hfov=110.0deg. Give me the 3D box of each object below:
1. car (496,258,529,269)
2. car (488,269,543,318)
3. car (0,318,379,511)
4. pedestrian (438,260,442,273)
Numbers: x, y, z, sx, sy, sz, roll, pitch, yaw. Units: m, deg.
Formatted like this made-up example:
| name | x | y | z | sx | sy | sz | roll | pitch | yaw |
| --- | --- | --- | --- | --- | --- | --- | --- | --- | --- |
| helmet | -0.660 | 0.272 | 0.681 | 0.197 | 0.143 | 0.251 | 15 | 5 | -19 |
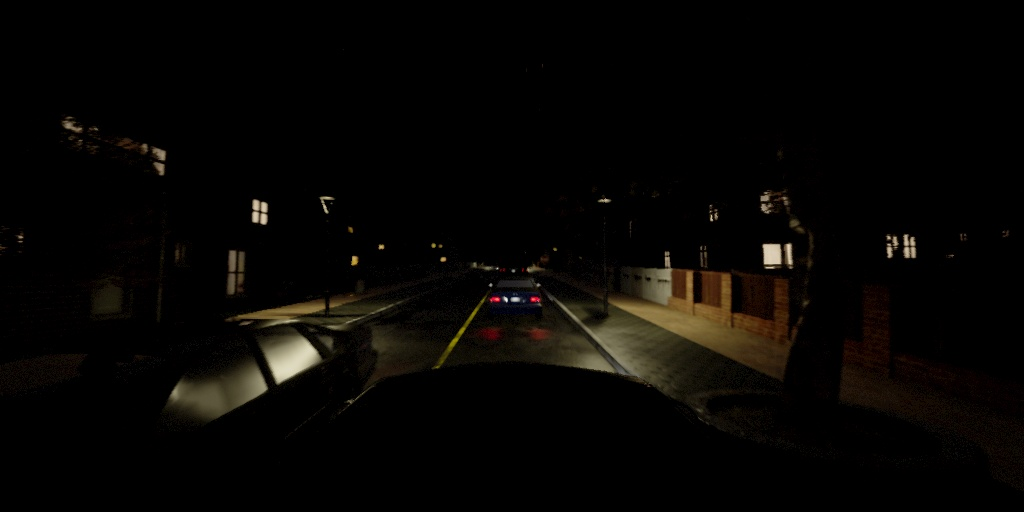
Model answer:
| name | x | y | z | sx | sy | sz | roll | pitch | yaw |
| --- | --- | --- | --- | --- | --- | --- | --- | --- | --- |
| car | 0.105 | 1.161 | 27.662 | 2.150 | 2.045 | 5.566 | 0 | -1 | 0 |
| car | 0.102 | 1.378 | 13.292 | 2.033 | 1.411 | 5.357 | 0 | 0 | 0 |
| car | -2.850 | 1.306 | 2.930 | 2.033 | 1.411 | 5.357 | 0 | 0 | 0 |
| pedestrian | -9.805 | 1.487 | 48.743 | 0.375 | 1.860 | 0.375 | 0 | -3 | -1 |
